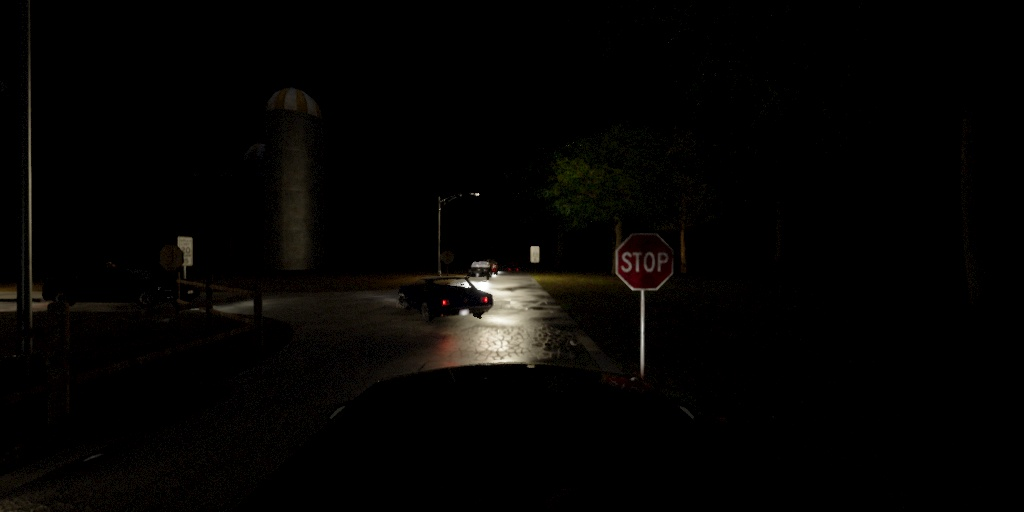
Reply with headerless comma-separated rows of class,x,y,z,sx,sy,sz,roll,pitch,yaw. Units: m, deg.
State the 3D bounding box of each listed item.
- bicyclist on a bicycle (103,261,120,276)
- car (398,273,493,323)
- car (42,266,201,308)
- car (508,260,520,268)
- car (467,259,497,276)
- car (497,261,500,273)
bicyclist on a bicycle,-22.693,1.127,20.328,0.582,1.620,1.656,0,0,0
car,-2.500,1.344,12.333,1.895,1.301,4.718,0,0,-30
car,-15.516,1.186,14.432,5.008,1.535,1.882,0,0,-2
car,0.259,1.467,63.922,1.812,1.442,4.674,0,0,0
car,-2.769,1.257,31.454,2.128,1.511,4.902,0,0,0
car,-2.742,1.155,41.461,2.097,1.767,4.553,0,0,0
